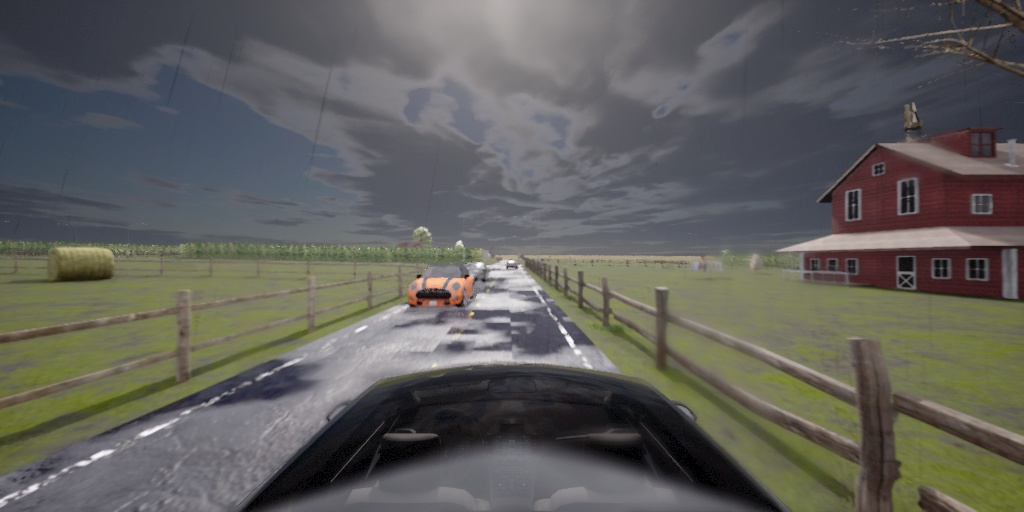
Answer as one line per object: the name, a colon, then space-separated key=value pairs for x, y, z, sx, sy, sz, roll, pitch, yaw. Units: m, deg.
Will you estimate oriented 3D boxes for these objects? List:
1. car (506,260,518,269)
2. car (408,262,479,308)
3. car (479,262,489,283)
car: x=-0.018 y=1.312 z=55.417 sx=2.033 sy=1.411 sz=5.357 roll=0 pitch=0 yaw=0
car: x=-2.805 y=1.104 z=15.073 sx=2.097 sy=1.767 sz=4.553 roll=0 pitch=0 yaw=1
car: x=-2.804 y=1.245 z=27.757 sx=2.128 sy=1.511 sz=4.902 roll=0 pitch=0 yaw=1
